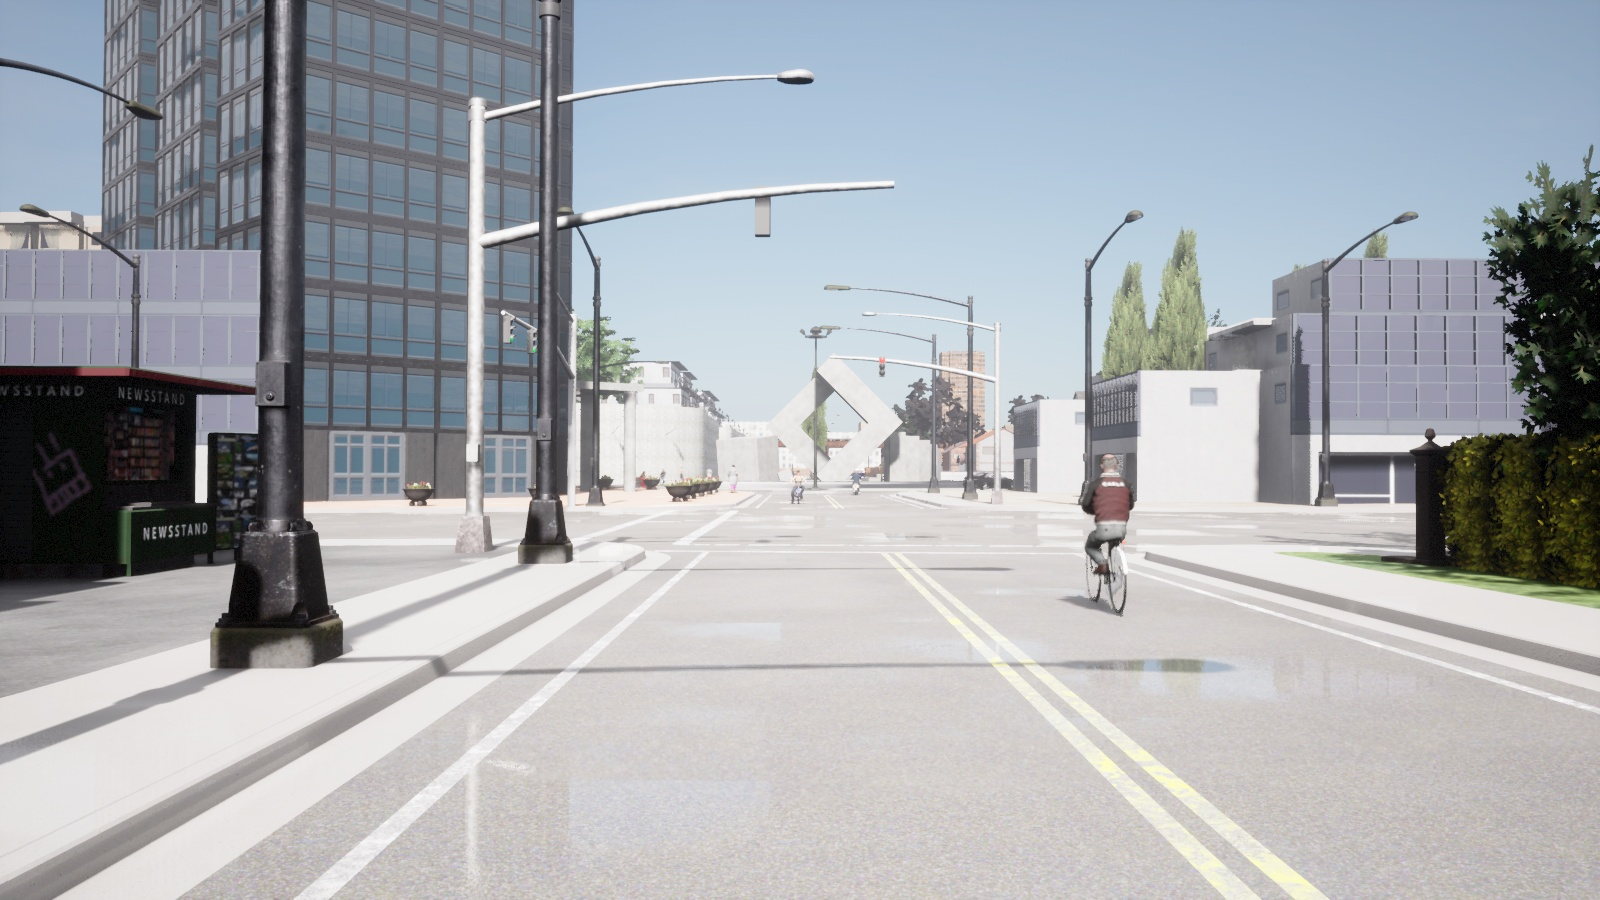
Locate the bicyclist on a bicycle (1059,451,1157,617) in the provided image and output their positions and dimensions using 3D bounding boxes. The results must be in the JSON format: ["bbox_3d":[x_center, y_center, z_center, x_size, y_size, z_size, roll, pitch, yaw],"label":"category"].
[{"bbox_3d":[3.488,0.912,14.378,0.659,1.776,1.843,0,-1,0],"label":"bicyclist on a bicycle"}]

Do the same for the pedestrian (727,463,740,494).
[{"bbox_3d":[-4.201,1.829,79.530,0.659,1.952,0.873,0,-1,5],"label":"pedestrian"}]
